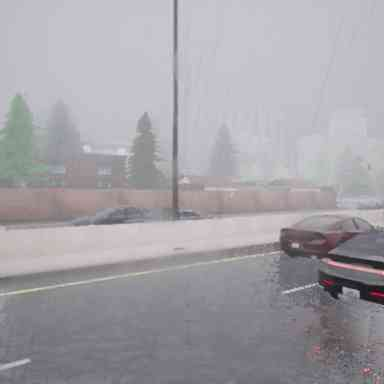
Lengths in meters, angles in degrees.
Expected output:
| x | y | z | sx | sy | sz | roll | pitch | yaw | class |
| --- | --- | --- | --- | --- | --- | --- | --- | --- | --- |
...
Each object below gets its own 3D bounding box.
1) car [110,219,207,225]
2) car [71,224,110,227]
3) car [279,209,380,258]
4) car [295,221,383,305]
| x | y | z | sx | sy | sz | roll | pitch | yaw | class |
| --- | --- | --- | --- | --- | --- | --- | --- | --- | --- |
| -1.118 | 1.538 | 16.102 | 4.902 | 1.511 | 2.128 | 0 | 0 | -36 | car |
| -4.125 | 1.554 | 18.257 | 4.892 | 1.490 | 1.837 | 1 | -1 | -36 | car |
| 5.237 | 1.523 | 11.800 | 5.008 | 1.535 | 1.882 | 0 | 0 | -36 | car |
| 4.704 | 1.521 | 7.121 | 4.902 | 1.511 | 2.128 | 0 | 0 | -36 | car |
